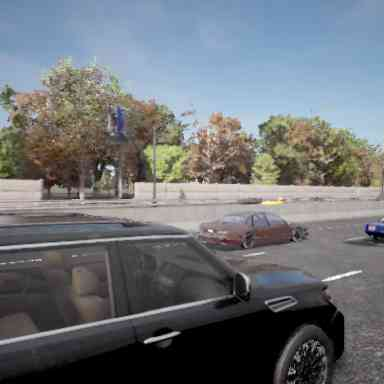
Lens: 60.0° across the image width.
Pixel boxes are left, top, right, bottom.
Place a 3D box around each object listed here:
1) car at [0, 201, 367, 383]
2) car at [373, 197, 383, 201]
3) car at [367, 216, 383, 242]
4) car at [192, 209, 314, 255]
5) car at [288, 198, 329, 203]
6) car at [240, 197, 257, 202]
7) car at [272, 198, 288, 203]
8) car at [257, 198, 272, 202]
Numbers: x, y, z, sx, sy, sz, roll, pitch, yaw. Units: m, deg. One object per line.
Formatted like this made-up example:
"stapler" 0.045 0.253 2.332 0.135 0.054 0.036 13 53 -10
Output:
"car" -0.891 1.221 3.111 5.566 2.045 2.150 0 0 -35
"car" 37.058 1.566 64.694 4.181 1.385 1.994 0 0 -35
"car" 9.951 1.588 15.141 4.718 1.301 1.895 0 0 -36
"car" 2.765 1.539 14.316 5.357 1.411 2.033 0 0 -35
"car" 12.701 1.482 34.533 4.902 1.511 2.128 0 0 -35
"car" 7.547 1.496 43.746 4.892 1.490 1.837 1 0 -35
"car" 11.950 1.481 38.290 4.902 1.511 2.128 0 0 -35
"car" 10.900 1.468 41.836 5.008 1.535 1.882 0 0 -35
